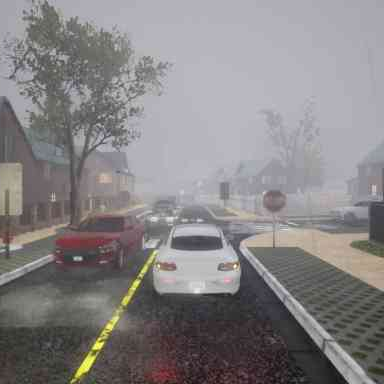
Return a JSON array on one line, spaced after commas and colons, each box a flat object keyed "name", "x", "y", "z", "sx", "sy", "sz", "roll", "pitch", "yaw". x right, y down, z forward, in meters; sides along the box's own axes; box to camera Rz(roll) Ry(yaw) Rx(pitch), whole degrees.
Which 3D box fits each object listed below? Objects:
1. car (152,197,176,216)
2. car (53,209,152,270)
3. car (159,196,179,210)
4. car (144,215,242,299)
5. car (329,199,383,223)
[{"name": "car", "x": -2.799, "y": 1.503, "z": 32.877, "sx": 1.812, "sy": 1.442, "sz": 4.674, "roll": 0, "pitch": 0, "yaw": -1}, {"name": "car", "x": -2.852, "y": 1.473, "z": 11.218, "sx": 1.882, "sy": 1.535, "sz": 5.008, "roll": -1, "pitch": 0, "yaw": 3}, {"name": "car", "x": -2.863, "y": 1.533, "z": 41.906, "sx": 1.994, "sy": 1.385, "sz": 4.181, "roll": 0, "pitch": 0, "yaw": -1}, {"name": "car", "x": 0.107, "y": 1.523, "z": 8.300, "sx": 1.812, "sy": 1.442, "sz": 4.674, "roll": 0, "pitch": 0, "yaw": 0}, {"name": "car", "x": 11.548, "y": 1.207, "z": 22.058, "sx": 4.674, "sy": 1.442, "sz": 1.812, "roll": -1, "pitch": 0, "yaw": -2}]
